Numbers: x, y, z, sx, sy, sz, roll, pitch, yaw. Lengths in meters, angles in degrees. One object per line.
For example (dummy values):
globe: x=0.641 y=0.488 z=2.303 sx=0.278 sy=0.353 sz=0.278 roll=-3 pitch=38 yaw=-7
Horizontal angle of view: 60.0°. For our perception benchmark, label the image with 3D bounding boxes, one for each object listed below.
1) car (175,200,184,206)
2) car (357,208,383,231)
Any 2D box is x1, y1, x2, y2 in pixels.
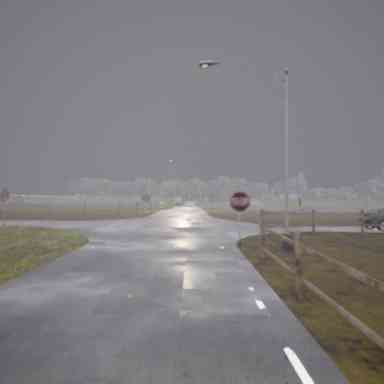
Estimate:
car: x=-2.727 y=2.491 z=74.678 sx=1.994 sy=1.385 sz=4.181 roll=0 pitch=-2 yaw=0
car: x=13.935 y=1.901 z=22.729 sx=4.892 sy=1.490 sz=1.837 roll=1 pitch=-2 yaw=0
